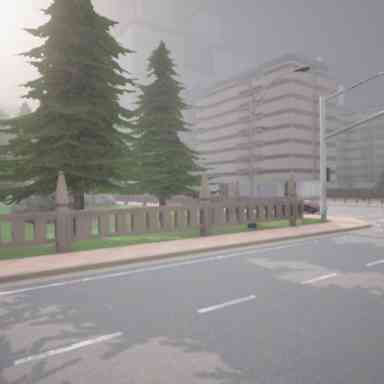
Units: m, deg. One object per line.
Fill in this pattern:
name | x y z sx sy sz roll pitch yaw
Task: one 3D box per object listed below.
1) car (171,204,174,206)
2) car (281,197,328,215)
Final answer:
car | -3.007 1.258 47.634 1.895 1.301 4.718 -1 1 -35
car | 9.755 1.185 29.610 1.812 1.442 4.674 -1 1 -35
